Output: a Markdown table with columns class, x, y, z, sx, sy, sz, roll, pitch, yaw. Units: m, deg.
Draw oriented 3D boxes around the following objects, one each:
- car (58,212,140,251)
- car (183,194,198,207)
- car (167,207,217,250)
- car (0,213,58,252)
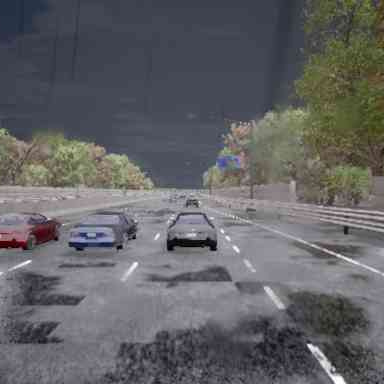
| class | x | y | z | sx | sy | sz | roll | pitch | yaw |
| --- | --- | --- | --- | --- | --- | --- | --- | --- | --- |
| car | -3.503 | 1.547 | 14.103 | 2.033 | 1.411 | 5.357 | 0 | 0 | 0 |
| car | -0.004 | 1.506 | 49.418 | 1.837 | 1.490 | 4.892 | 0 | 0 | 0 |
| car | -0.005 | 1.564 | 14.246 | 1.994 | 1.385 | 4.181 | 0 | 0 | 0 |
| car | -7.003 | 1.563 | 13.972 | 1.994 | 1.385 | 4.181 | 0 | 0 | 0 |
